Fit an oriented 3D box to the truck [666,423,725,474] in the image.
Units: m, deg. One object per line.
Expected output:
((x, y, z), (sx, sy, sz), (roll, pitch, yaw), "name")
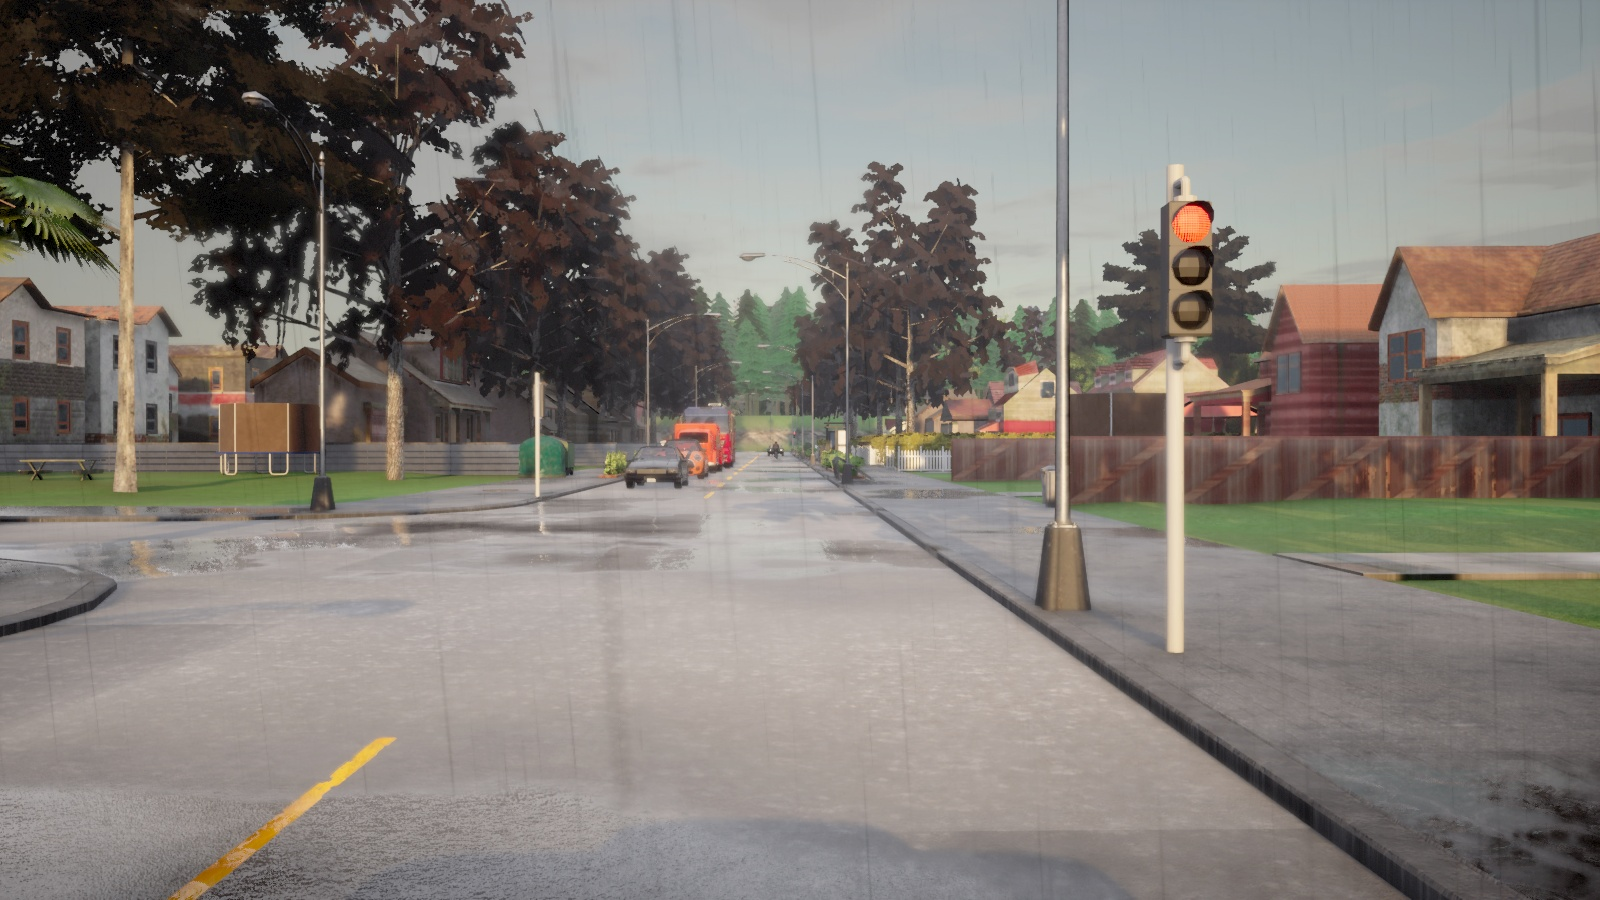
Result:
((-5.189, -0.100, 63.075), (2.627, 2.467, 5.204), (0, 0, -1), "truck")

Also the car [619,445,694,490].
((-4.789, 0.549, 42.690), (2.033, 1.411, 5.357), (0, 0, -1), "car")

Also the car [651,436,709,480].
((-4.985, 0.303, 52.843), (2.097, 1.767, 4.553), (0, 0, -1), "car")

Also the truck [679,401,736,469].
((-5.423, -0.846, 74.966), (2.891, 3.827, 8.468), (0, 0, -1), "truck")
